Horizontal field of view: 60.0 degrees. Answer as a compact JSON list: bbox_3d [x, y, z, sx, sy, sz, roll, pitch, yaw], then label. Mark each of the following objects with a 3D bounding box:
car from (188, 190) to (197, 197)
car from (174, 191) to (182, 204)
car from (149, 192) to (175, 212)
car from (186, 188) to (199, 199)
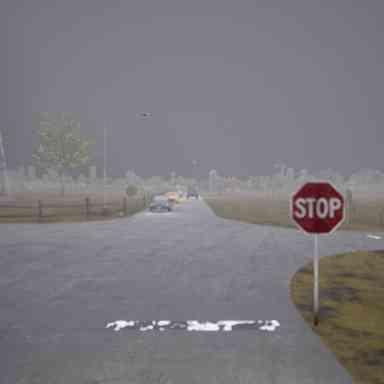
[{"bbox_3d":[0.085,0.282,72.035,1.994,1.385,4.181,0,1,0],"label":"car"},{"bbox_3d":[-2.779,0.762,45.596,1.882,1.535,5.008,0,2,0],"label":"car"},{"bbox_3d":[-2.810,1.038,30.845,1.812,1.442,4.674,0,1,0],"label":"car"},{"bbox_3d":[0.073,0.268,61.637,2.150,2.045,5.566,0,1,0],"label":"car"}]
